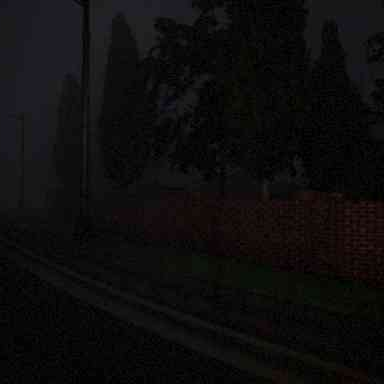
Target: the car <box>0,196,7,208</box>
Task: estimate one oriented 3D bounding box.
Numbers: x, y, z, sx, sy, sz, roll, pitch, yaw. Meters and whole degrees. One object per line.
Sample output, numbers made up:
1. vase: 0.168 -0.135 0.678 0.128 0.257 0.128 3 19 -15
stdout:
1. car: -31.266 1.616 52.615 2.150 2.045 5.566 0 -2 -11
